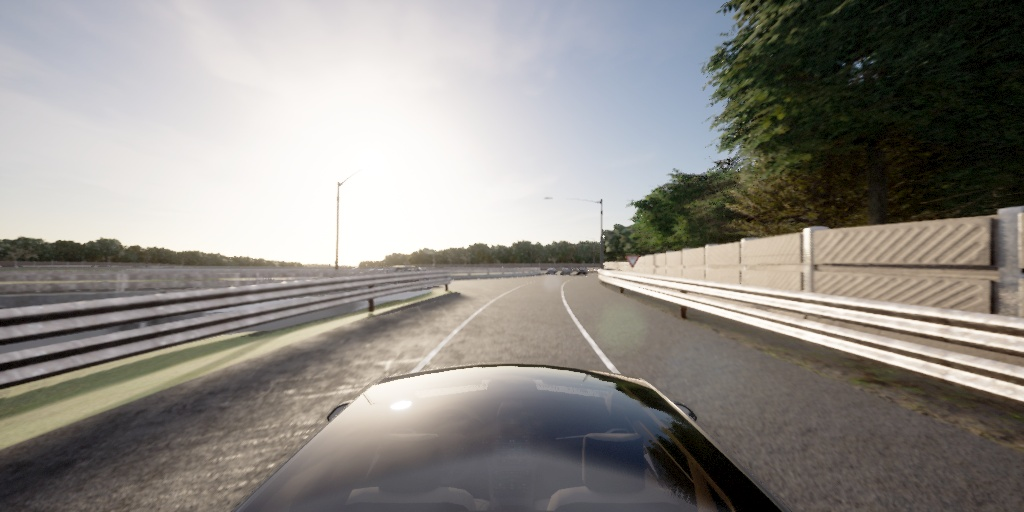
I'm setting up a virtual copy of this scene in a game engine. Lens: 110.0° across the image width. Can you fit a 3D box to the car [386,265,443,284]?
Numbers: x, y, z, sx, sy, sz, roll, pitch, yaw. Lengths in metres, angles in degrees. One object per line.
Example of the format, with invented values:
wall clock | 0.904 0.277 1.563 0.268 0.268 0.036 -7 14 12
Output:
car | -8.529 1.630 30.149 2.097 1.767 4.553 -1 -2 41
